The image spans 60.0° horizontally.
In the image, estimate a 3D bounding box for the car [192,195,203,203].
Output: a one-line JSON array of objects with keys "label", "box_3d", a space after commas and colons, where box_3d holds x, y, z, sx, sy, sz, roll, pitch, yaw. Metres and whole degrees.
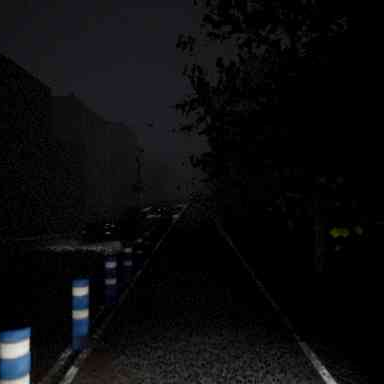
[{"label": "car", "box_3d": [1.020, 1.268, 65.380, 2.033, 1.411, 5.357, 0, 0, 1]}]

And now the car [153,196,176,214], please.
[{"label": "car", "box_3d": [-2.995, 1.411, 33.335, 1.837, 1.490, 4.892, 0, 0, 1]}]

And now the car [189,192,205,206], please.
[{"label": "car", "box_3d": [0.788, 1.037, 49.241, 2.150, 2.045, 5.566, 0, -1, 1]}]

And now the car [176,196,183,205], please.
[{"label": "car", "box_3d": [-2.467, 1.392, 55.141, 1.895, 1.301, 4.718, 0, 0, 2]}]

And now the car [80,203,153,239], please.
[{"label": "car", "box_3d": [-3.936, 1.450, 17.580, 1.882, 1.535, 5.008, 1, 1, 13]}]
